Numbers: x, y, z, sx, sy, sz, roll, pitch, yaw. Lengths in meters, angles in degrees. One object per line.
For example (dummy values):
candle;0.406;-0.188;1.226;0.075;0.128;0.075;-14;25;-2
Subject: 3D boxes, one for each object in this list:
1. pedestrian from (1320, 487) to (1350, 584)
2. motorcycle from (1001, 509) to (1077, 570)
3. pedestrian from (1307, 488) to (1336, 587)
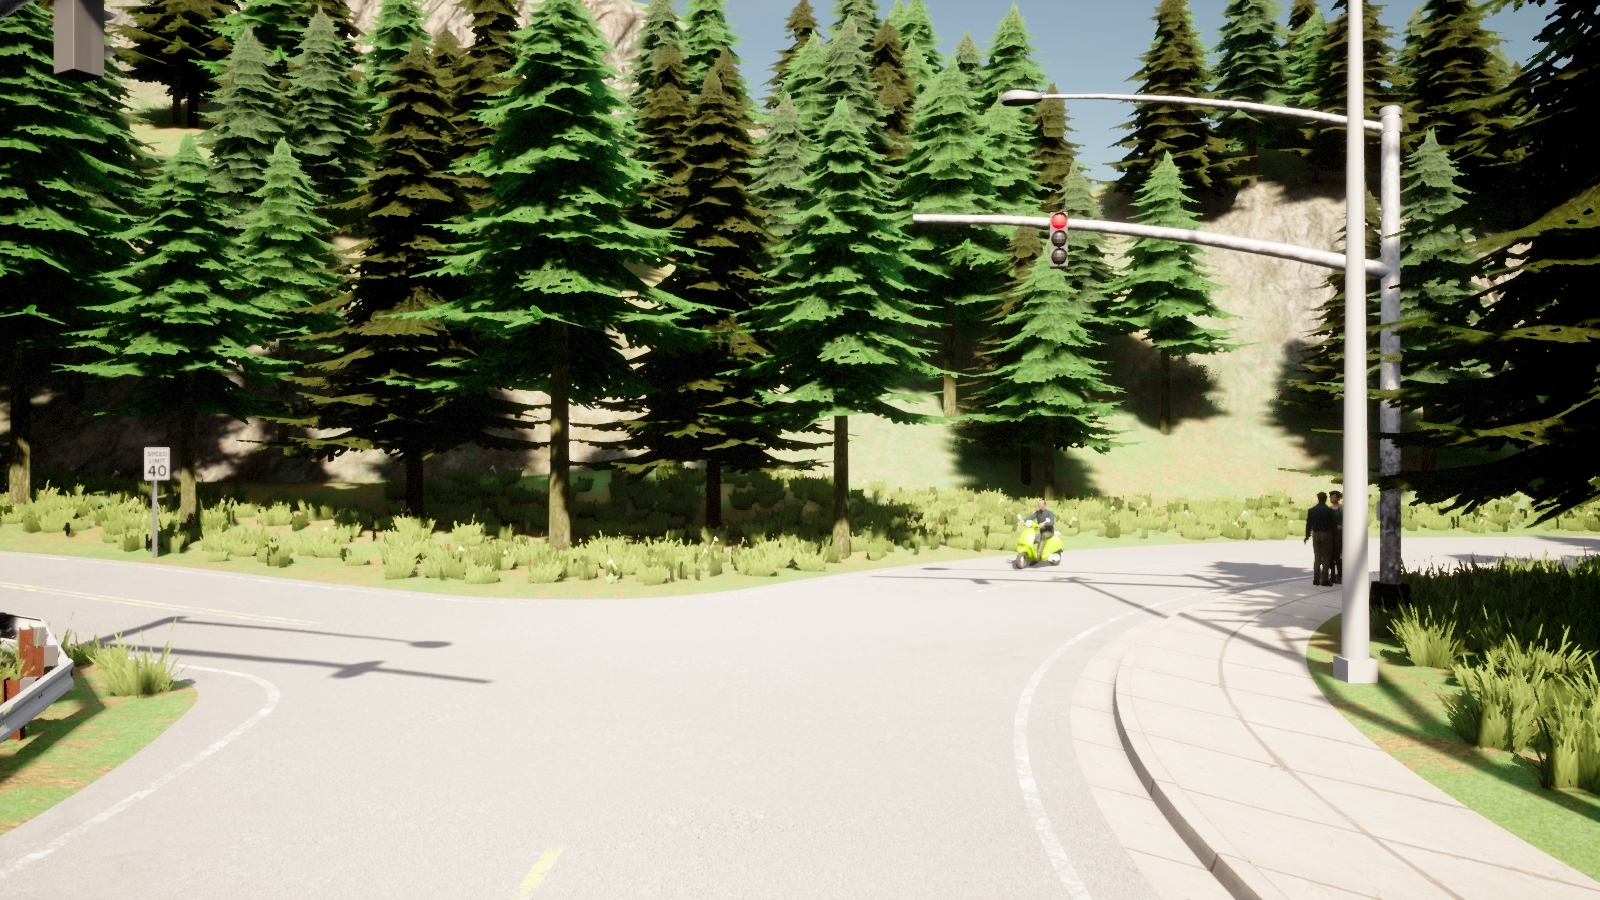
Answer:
pedestrian;10.495;1.668;22.402;0.375;1.860;0.375;0;0;-22
motorcycle;5.702;2.113;27.217;1.805;1.316;0.856;0;0;-41
pedestrian;10.044;1.668;22.005;0.375;1.860;0.375;0;0;-42
